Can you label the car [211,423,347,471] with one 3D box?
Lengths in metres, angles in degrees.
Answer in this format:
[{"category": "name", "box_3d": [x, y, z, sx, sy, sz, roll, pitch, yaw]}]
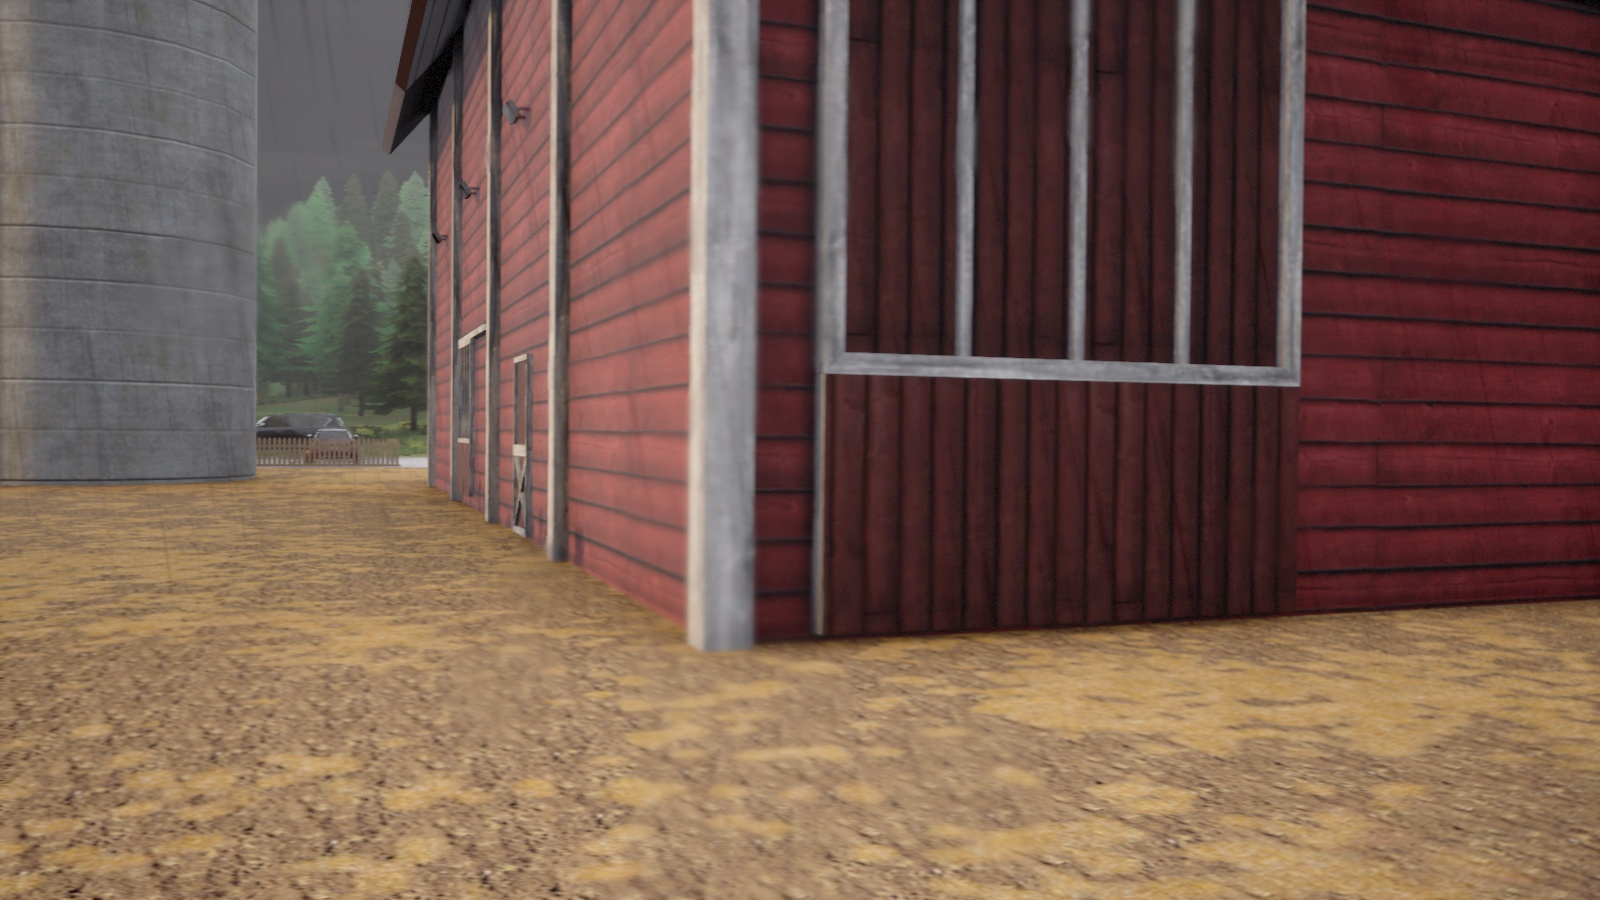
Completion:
[{"category": "car", "box_3d": [-23.431, -0.152, 56.739, 5.566, 2.045, 2.150, -1, 1, -20]}]
